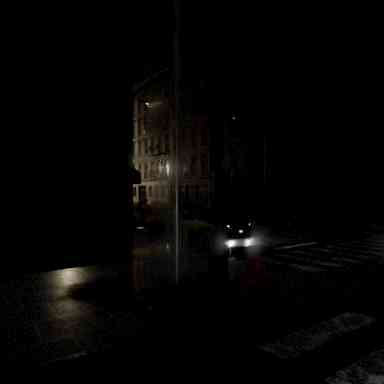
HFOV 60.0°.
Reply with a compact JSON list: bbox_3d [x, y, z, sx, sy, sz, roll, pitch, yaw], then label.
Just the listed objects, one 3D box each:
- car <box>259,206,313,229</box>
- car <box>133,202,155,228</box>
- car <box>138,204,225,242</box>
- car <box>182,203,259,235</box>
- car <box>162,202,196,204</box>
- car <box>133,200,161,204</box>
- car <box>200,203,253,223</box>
[{"bbox_3d":[5.731,1.557,21.523,1.947,1.339,4.313,0,0,-35],"label":"car"},{"bbox_3d":[-3.952,1.584,21.285,2.008,1.369,4.403,0,0,-35],"label":"car"},{"bbox_3d":[-0.713,1.554,16.737,1.752,1.417,4.829,0,0,-35],"label":"car"},{"bbox_3d":[1.011,1.565,18.735,2.033,1.411,5.357,0,0,-32],"label":"car"},{"bbox_3d":[-0.549,1.565,30.341,1.947,1.339,4.313,0,0,-35],"label":"car"},{"bbox_3d":[-4.905,1.515,27.001,2.128,1.511,4.902,0,0,-35],"label":"car"},{"bbox_3d":[2.591,1.578,25.932,1.802,1.307,4.206,0,0,-35],"label":"car"}]
